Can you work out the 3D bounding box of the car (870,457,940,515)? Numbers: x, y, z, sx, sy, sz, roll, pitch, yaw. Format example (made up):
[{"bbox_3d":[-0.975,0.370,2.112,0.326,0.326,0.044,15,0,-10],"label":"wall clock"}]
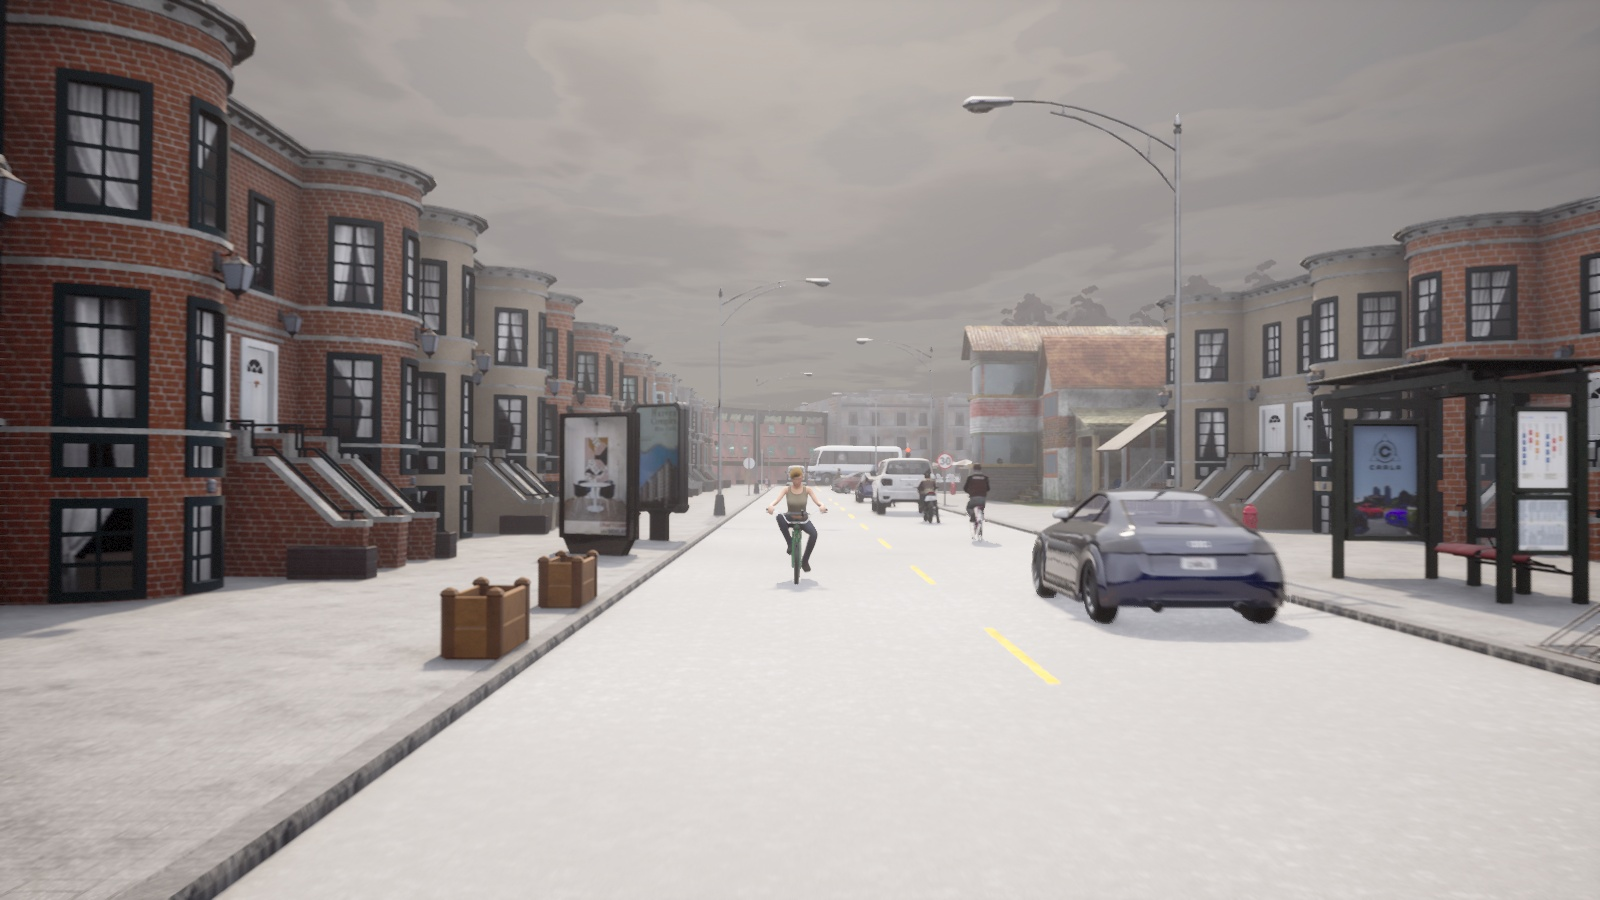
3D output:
[{"bbox_3d":[3.887,1.309,47.271,2.150,2.045,5.566,0,-1,0],"label":"car"}]

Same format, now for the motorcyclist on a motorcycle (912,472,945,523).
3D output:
[{"bbox_3d":[3.910,1.424,38.383,0.797,1.523,2.044,0,-1,0],"label":"motorcyclist on a motorcycle"}]

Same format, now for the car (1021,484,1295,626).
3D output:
[{"bbox_3d":[3.966,1.108,14.697,1.994,1.385,4.181,0,-1,0],"label":"car"}]

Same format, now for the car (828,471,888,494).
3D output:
[{"bbox_3d":[3.982,2.215,85.903,3.705,1.549,1.789,0,-2,-19],"label":"car"}]

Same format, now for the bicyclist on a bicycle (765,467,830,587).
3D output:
[{"bbox_3d":[-0.036,1.046,17.625,0.866,1.612,1.509,0,-1,0],"label":"bicyclist on a bicycle"}]

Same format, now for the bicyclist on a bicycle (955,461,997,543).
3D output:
[{"bbox_3d":[3.934,1.141,28.156,0.659,1.776,1.843,0,-1,0],"label":"bicyclist on a bicycle"}]

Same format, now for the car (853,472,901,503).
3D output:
[{"bbox_3d":[3.848,1.863,63.556,2.163,1.488,4.792,0,-1,0],"label":"car"}]
